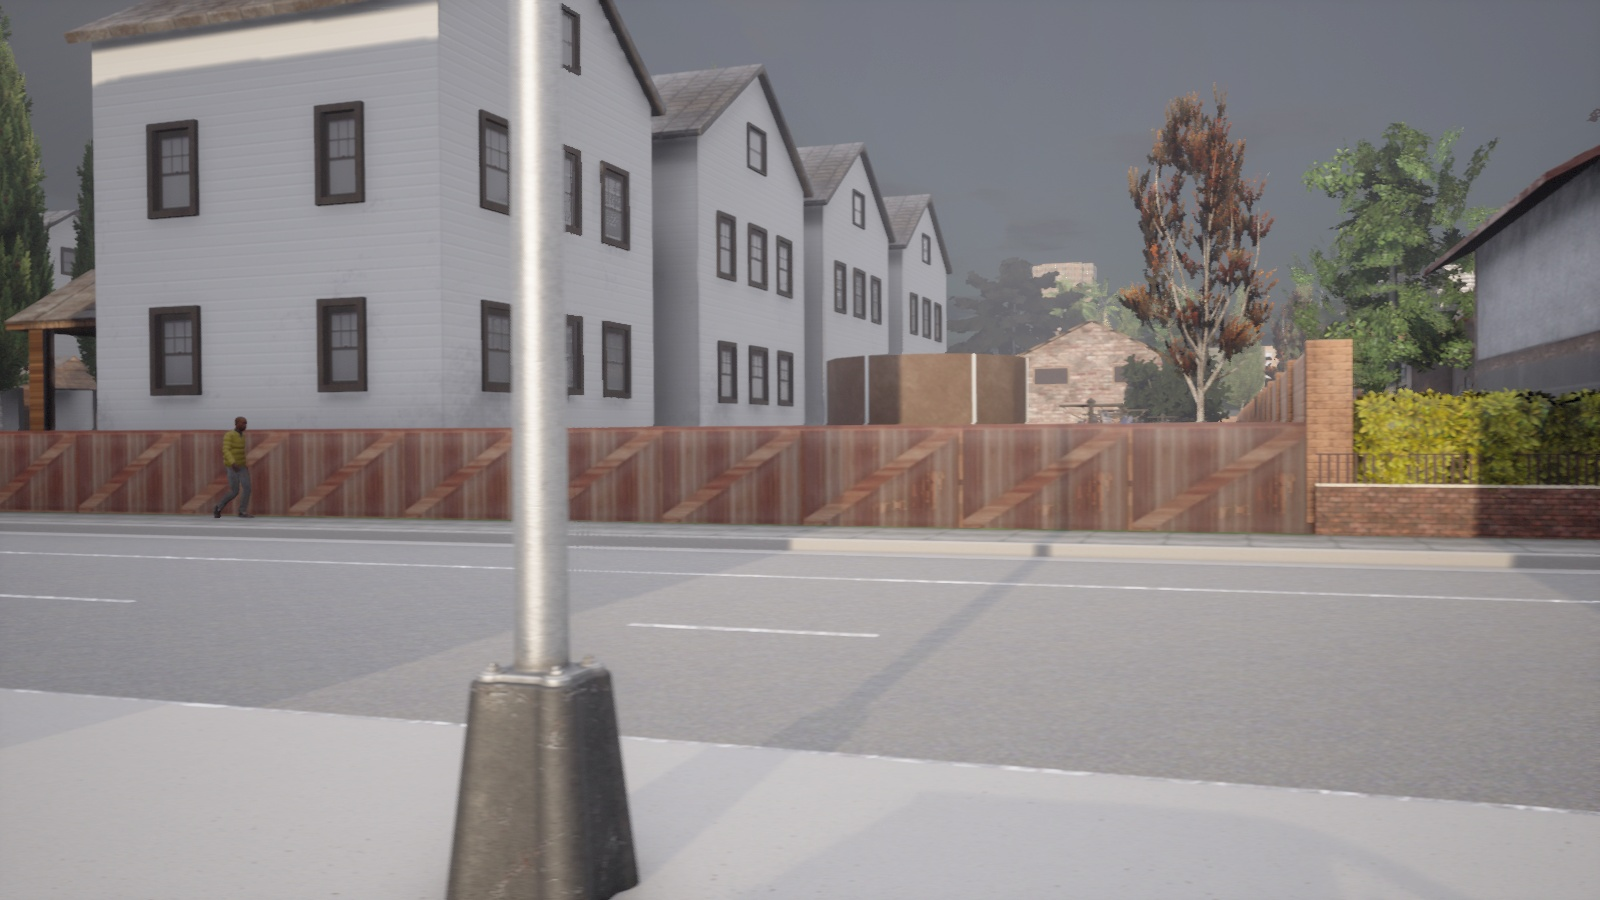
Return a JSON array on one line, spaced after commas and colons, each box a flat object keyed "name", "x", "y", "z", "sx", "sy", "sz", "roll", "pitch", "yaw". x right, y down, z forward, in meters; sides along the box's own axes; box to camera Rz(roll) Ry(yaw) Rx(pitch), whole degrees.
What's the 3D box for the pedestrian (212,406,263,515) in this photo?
[{"name": "pedestrian", "x": -9.638, "y": 0.170, "z": 21.508, "sx": 0.726, "sy": 1.835, "sz": 0.370, "roll": 0, "pitch": 1, "yaw": 19}]
